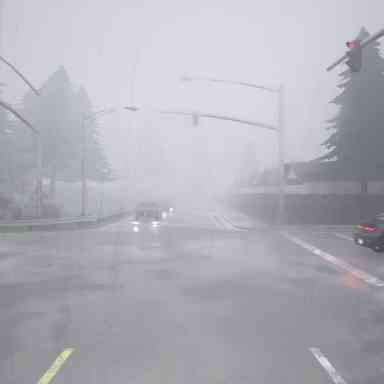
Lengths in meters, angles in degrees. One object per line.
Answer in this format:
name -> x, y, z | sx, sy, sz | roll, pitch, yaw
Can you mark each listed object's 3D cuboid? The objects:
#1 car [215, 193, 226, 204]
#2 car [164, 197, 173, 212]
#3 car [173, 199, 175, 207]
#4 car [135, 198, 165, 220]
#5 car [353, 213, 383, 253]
car -> 6.882, 1.206, 60.868 | 5.566, 2.045, 2.150 | 0, 0, -22
car -> -3.609, 1.564, 37.957 | 1.994, 1.385, 4.181 | 0, 0, 0
car -> -3.528, 1.504, 48.312 | 1.837, 1.490, 4.892 | 0, 0, 2
car -> -3.611, 1.505, 28.043 | 1.837, 1.490, 4.892 | 0, 0, 0
car -> 7.766, 1.313, 10.577 | 4.892, 1.490, 1.837 | 0, 0, -1
